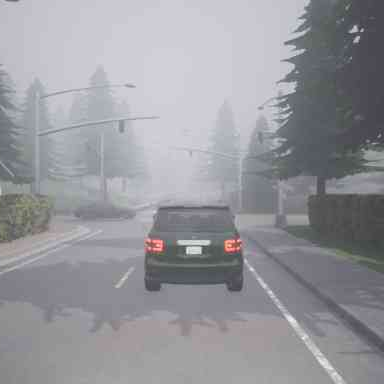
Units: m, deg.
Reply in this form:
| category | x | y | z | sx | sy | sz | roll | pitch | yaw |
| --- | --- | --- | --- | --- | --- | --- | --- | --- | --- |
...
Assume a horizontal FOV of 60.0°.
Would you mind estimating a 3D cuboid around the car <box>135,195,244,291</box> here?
| category | x | y | z | sx | sy | sz | roll | pitch | yaw |
| --- | --- | --- | --- | --- | --- | --- | --- | --- | --- |
| car | 0.052 | 1.221 | 9.118 | 2.150 | 2.045 | 5.566 | 0 | 0 | 0 |

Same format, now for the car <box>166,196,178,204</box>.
| category | x | y | z | sx | sy | sz | roll | pitch | yaw |
| --- | --- | --- | --- | --- | --- | --- | --- | --- | --- |
| car | -3.956 | 1.505 | 64.287 | 1.837 | 1.490 | 4.892 | 0 | 0 | -8 |

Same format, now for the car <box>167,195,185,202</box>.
| category | x | y | z | sx | sy | sz | roll | pitch | yaw |
| --- | --- | --- | --- | --- | --- | --- | --- | --- | --- |
| car | -3.631 | 1.524 | 74.067 | 1.812 | 1.442 | 4.674 | 0 | 0 | -35 |

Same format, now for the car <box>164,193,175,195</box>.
| category | x | y | z | sx | sy | sz | roll | pitch | yaw |
| --- | --- | --- | --- | --- | --- | --- | --- | --- | --- |
| car | -3.654 | 1.221 | 53.858 | 2.150 | 2.045 | 5.566 | 0 | 0 | -1 |

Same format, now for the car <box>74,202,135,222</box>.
| category | x | y | z | sx | sy | sz | roll | pitch | yaw |
| --- | --- | --- | --- | --- | --- | --- | --- | --- | --- |
| car | -6.770 | 1.516 | 26.091 | 4.674 | 1.442 | 1.812 | 0 | 0 | -9 |

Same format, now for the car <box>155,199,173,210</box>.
| category | x | y | z | sx | sy | sz | roll | pitch | yaw |
| --- | --- | --- | --- | --- | --- | --- | --- | --- | --- |
| car | -3.650 | 1.601 | 43.949 | 1.895 | 1.301 | 4.718 | 0 | 0 | 0 |
